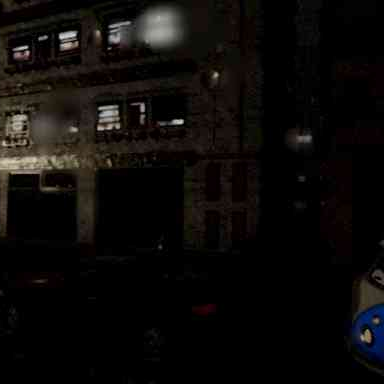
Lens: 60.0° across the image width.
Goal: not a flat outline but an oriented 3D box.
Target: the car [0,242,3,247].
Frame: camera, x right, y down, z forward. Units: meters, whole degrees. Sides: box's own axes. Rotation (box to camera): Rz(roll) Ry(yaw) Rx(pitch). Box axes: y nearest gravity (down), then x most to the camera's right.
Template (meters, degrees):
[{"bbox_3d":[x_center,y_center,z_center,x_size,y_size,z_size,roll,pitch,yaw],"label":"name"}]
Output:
[{"bbox_3d":[-6.649,1.452,7.610,5.009,1.841,2.192,0,0,21],"label":"car"}]

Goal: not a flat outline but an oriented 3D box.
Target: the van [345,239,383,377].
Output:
[{"bbox_3d":[3.937,1.409,3.578,3.998,1.788,1.690,0,0,21],"label":"van"}]

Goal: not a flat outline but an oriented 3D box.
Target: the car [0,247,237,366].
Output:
[{"bbox_3d":[-1.355,1.684,5.592,4.206,1.307,1.802,0,0,21],"label":"car"}]
